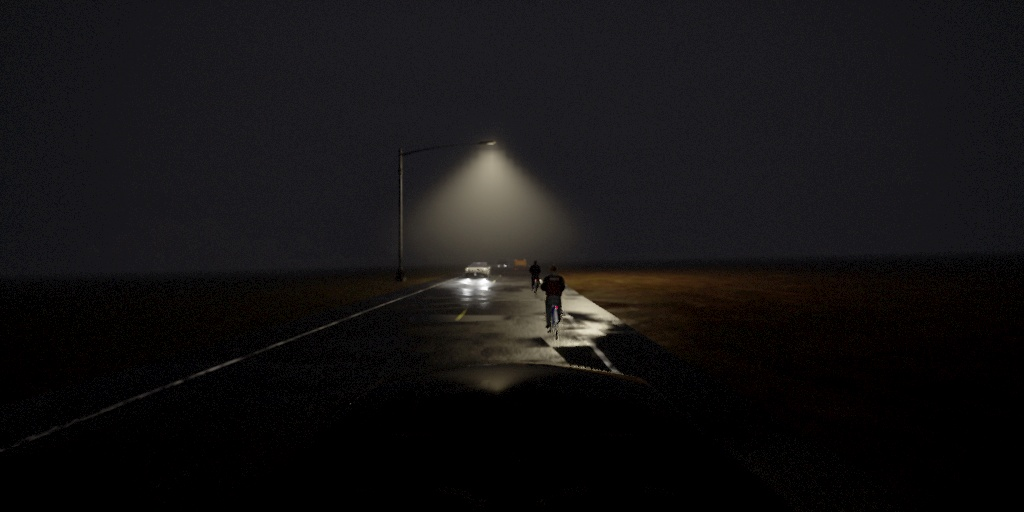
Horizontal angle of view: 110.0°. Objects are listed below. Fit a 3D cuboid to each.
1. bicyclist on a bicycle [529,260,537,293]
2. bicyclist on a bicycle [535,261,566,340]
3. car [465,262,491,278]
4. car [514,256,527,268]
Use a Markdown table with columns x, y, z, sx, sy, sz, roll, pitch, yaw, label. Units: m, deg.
| x | y | z | sx | sy | sz | roll | pitch | yaw | label |
| --- | --- | --- | --- | --- | --- | --- | --- | --- | --- |
| 1.158 | 1.062 | 17.920 | 0.659 | 1.776 | 1.843 | 0 | 0 | 1 | bicyclist on a bicycle |
| 1.018 | 1.094 | 8.949 | 0.659 | 1.776 | 1.843 | 0 | 0 | 1 | bicyclist on a bicycle |
| -3.017 | 1.240 | 32.345 | 1.895 | 1.301 | 4.718 | 0 | 0 | 2 | car |
| 1.315 | 1.032 | 57.232 | 1.882 | 1.535 | 5.008 | 0 | 0 | 1 | car |
